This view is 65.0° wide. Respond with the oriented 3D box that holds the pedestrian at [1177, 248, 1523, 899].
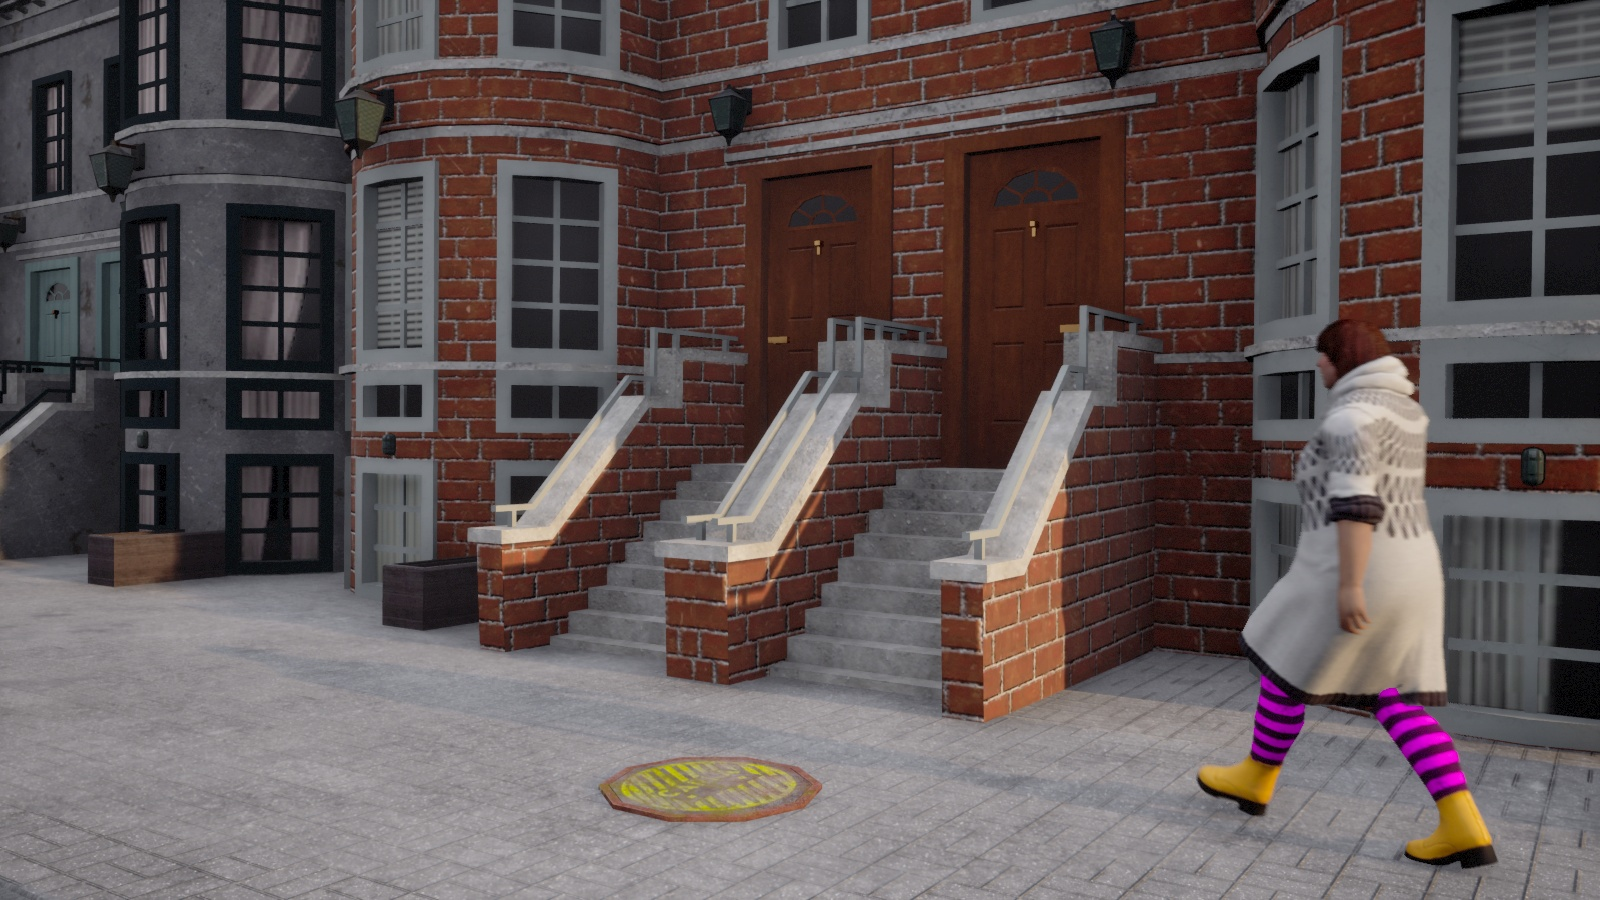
[{"bbox_3d":[1.869,0.365,4.308,0.659,1.952,0.873,-1,1,-38],"label":"pedestrian"}]
